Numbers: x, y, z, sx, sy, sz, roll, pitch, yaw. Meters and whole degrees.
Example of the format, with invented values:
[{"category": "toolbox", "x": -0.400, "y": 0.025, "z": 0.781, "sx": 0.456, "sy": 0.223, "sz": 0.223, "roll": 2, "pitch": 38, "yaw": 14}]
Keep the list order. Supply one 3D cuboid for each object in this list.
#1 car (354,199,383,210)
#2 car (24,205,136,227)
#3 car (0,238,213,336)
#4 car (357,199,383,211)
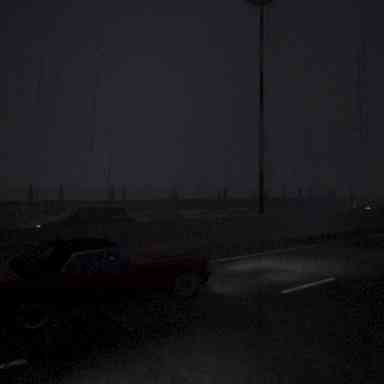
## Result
[{"category": "car", "x": 18.747, "y": 1.525, "z": 34.518, "sx": 4.892, "sy": 1.490, "sz": 1.837, "roll": 1, "pitch": 0, "yaw": -35}, {"category": "car", "x": -4.543, "y": 1.354, "z": 13.646, "sx": 4.553, "sy": 1.767, "sz": 2.097, "roll": 0, "pitch": 0, "yaw": -35}, {"category": "car", "x": -1.873, "y": 1.602, "z": 6.708, "sx": 4.718, "sy": 1.301, "sz": 1.895, "roll": 0, "pitch": 0, "yaw": -35}, {"category": "car", "x": 22.912, "y": 1.623, "z": 41.751, "sx": 4.718, "sy": 1.301, "sz": 1.895, "roll": 0, "pitch": 0, "yaw": -35}]
